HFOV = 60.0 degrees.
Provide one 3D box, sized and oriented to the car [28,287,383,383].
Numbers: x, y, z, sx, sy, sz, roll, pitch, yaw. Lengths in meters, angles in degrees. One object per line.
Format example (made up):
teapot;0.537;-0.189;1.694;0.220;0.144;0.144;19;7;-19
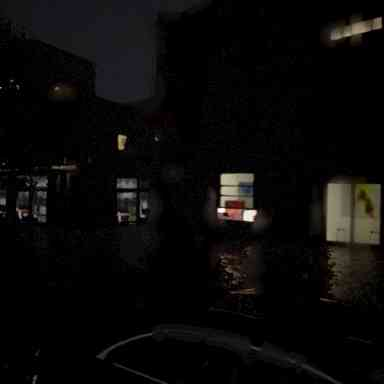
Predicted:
car;0.372;1.543;2.755;4.403;1.369;2.008;0;1;36
